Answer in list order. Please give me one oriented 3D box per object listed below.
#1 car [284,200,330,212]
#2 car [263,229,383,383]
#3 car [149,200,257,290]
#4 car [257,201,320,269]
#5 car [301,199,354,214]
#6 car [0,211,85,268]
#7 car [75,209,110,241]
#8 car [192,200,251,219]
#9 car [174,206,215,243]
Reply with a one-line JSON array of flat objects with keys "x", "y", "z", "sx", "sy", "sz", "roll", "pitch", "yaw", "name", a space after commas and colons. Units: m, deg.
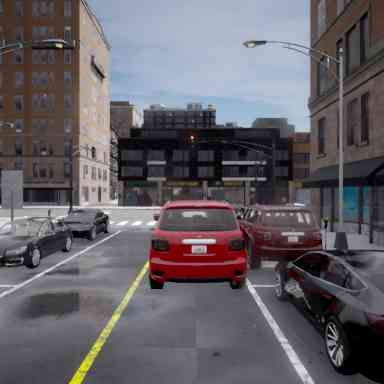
[{"x": 13.427, "y": 1.674, "z": 39.061, "sx": 4.718, "sy": 1.301, "sz": 1.895, "roll": 0, "pitch": 0, "yaw": 0, "name": "car"}, {"x": 2.640, "y": 1.566, "z": 5.409, "sx": 1.947, "sy": 1.339, "sz": 4.313, "roll": 0, "pitch": 0, "yaw": 0, "name": "car"}, {"x": 0.086, "y": 1.221, "z": 9.231, "sx": 2.150, "sy": 2.045, "sz": 5.566, "roll": 0, "pitch": 0, "yaw": -1, "name": "car"}, {"x": 2.644, "y": 1.314, "z": 11.072, "sx": 2.192, "sy": 1.841, "sz": 5.009, "roll": 0, "pitch": 0, "yaw": 0, "name": "car"}, {"x": 14.540, "y": 1.584, "z": 35.808, "sx": 4.892, "sy": 1.490, "sz": 1.837, "roll": 0, "pitch": 0, "yaw": 1, "name": "car"}, {"x": -5.381, "y": 1.550, "z": 11.077, "sx": 2.008, "sy": 1.369, "sz": 4.403, "roll": 0, "pitch": 0, "yaw": 0, "name": "car"}, {"x": -5.377, "y": 1.565, "z": 16.740, "sx": 1.947, "sy": 1.339, "sz": 4.313, "roll": 0, "pitch": 0, "yaw": 0, "name": "car"}, {"x": 2.486, "y": 1.495, "z": 29.067, "sx": 5.008, "sy": 1.535, "sz": 1.882, "roll": 0, "pitch": 0, "yaw": 0, "name": "car"}, {"x": 0.102, "y": 1.525, "z": 16.991, "sx": 1.812, "sy": 1.442, "sz": 4.674, "roll": 0, "pitch": 0, "yaw": 0, "name": "car"}]
